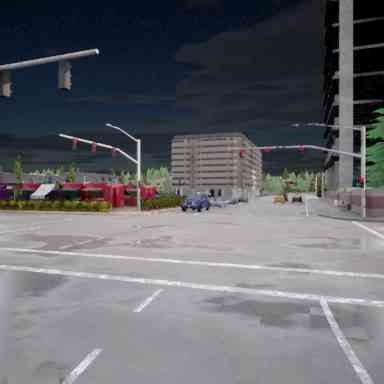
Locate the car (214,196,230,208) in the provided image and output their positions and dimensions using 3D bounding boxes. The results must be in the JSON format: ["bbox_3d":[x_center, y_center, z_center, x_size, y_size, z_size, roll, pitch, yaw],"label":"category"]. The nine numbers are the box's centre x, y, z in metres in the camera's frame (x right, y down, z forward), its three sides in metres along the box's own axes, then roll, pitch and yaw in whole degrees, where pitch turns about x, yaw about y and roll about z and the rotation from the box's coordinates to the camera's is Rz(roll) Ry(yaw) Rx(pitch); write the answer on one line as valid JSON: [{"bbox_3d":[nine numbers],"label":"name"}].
[{"bbox_3d":[3.693,1.601,48.537,1.895,1.301,4.718,0,0,19],"label":"car"}]

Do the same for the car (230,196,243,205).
[{"bbox_3d":[6.807,1.491,57.658,2.128,1.511,4.902,0,0,19],"label":"car"}]

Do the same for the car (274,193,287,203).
[{"bbox_3d":[18.161,1.478,68.999,1.882,1.535,5.008,0,0,19],"label":"car"}]

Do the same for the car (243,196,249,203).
[{"bbox_3d":[10.270,1.547,67.649,2.033,1.411,5.357,0,0,19],"label":"car"}]

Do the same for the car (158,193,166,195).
[{"bbox_3d":[-8.052,1.209,81.411,4.605,1.855,1.932,0,0,19],"label":"car"}]

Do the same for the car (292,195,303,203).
[{"bbox_3d":[21.376,1.478,67.598,1.882,1.535,5.008,0,0,19],"label":"car"}]

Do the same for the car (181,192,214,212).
[{"bbox_3d":[0.554,1.221,39.292,2.150,2.045,5.566,0,0,19],"label":"car"}]

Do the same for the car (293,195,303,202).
[{"bbox_3d":[24.658,1.525,77.345,2.128,1.511,4.902,0,0,19],"label":"car"}]
